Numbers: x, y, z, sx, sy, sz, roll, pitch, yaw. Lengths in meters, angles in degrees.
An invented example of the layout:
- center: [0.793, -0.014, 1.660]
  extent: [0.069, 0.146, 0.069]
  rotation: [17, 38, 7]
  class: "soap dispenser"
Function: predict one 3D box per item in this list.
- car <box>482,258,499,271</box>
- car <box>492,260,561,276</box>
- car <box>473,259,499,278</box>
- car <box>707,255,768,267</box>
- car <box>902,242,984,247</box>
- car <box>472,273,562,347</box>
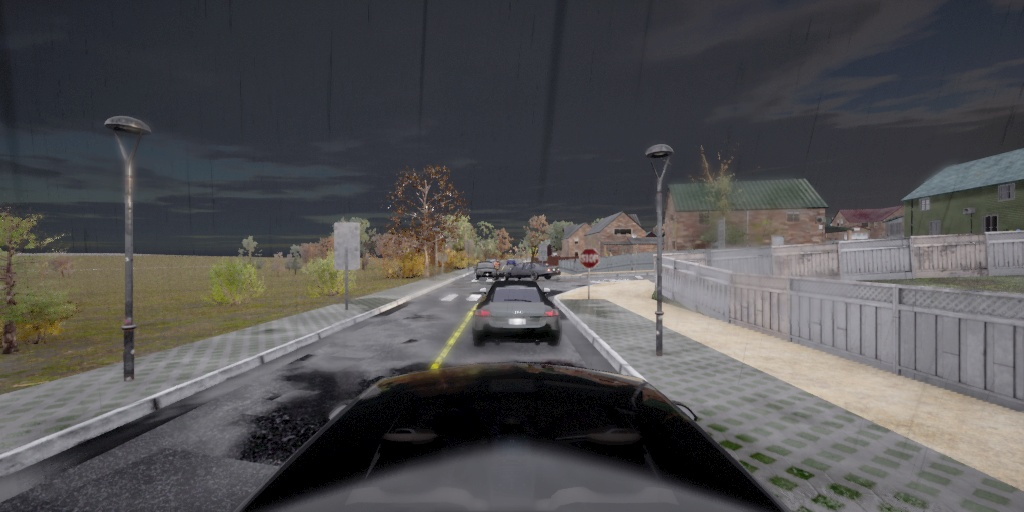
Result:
- center: [-2.969, 1.120, 51.088]
  extent: [2.097, 1.767, 4.553]
  rotation: [0, 0, 0]
  class: "car"
- center: [1.271, 1.198, 28.369]
  extent: [5.357, 1.411, 2.033]
  rotation: [-4, -3, 43]
  class: "car"
- center: [-2.324, 1.257, 31.272]
  extent: [1.837, 1.490, 4.892]
  rotation: [0, 0, -8]
  class: "car"
- center: [14.336, 0.413, 22.778]
  extent: [4.181, 1.385, 1.994]
  rotation: [-3, 0, 16]
  class: "car"
- center: [23.842, -0.208, 20.380]
  extent: [4.902, 1.511, 2.128]
  rotation: [-3, 0, 14]
  class: "car"
- center: [0.084, 1.313, 9.352]
  extent: [1.994, 1.385, 4.181]
  rotation: [0, 0, -1]
  class: "car"
